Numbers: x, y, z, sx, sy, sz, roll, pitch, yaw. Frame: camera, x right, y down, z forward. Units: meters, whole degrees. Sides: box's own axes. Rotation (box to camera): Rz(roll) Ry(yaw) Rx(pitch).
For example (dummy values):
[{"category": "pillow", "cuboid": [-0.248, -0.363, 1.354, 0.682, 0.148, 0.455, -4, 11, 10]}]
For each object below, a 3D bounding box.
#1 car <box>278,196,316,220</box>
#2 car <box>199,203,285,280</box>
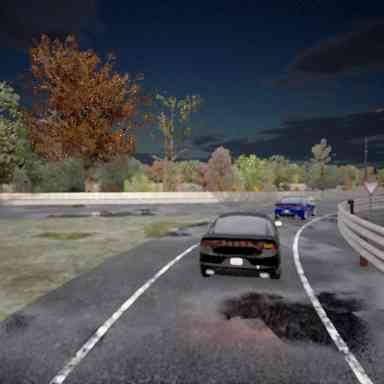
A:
[{"category": "car", "cuboid": [7.068, 0.982, 22.531, 1.882, 1.535, 5.008, 1, 2, 31]}, {"category": "car", "cuboid": [1.498, 1.268, 9.449, 1.882, 1.535, 5.008, 0, 1, 13]}]
